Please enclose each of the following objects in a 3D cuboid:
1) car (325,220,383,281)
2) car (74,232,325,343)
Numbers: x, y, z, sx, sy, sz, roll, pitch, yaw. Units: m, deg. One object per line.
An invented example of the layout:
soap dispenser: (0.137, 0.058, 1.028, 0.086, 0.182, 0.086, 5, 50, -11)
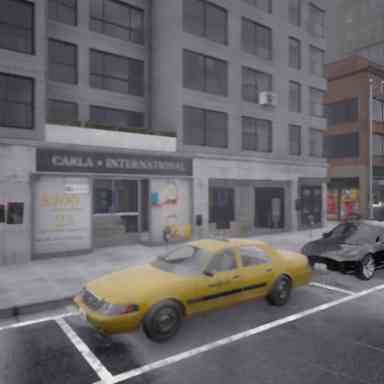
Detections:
car: (5.080, 1.537, 9.812, 4.313, 1.339, 1.947, 0, 0, -36)
car: (0.316, 1.515, 6.413, 4.829, 1.417, 1.752, 0, 0, -36)
